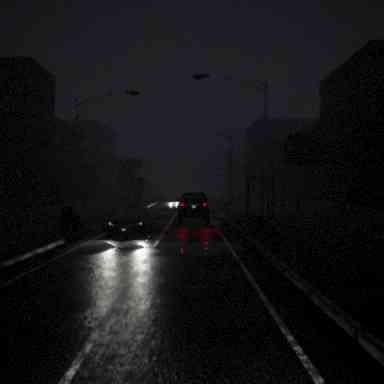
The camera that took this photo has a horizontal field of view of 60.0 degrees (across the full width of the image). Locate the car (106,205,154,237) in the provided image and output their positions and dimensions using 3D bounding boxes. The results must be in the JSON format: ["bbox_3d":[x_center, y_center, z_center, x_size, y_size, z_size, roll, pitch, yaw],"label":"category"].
[{"bbox_3d":[-3.104,1.422,17.435,1.812,1.442,4.674,0,0,0],"label":"car"}]

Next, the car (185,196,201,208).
[{"bbox_3d":[0.089,1.264,41.702,1.895,1.301,4.718,0,1,0],"label":"car"}]

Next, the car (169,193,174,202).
[{"bbox_3d":[-3.069,0.989,58.517,2.128,1.511,4.902,0,1,0],"label":"car"}]

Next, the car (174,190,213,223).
[{"bbox_3d":[0.100,1.052,24.081,2.150,2.045,5.566,0,0,0],"label":"car"}]
